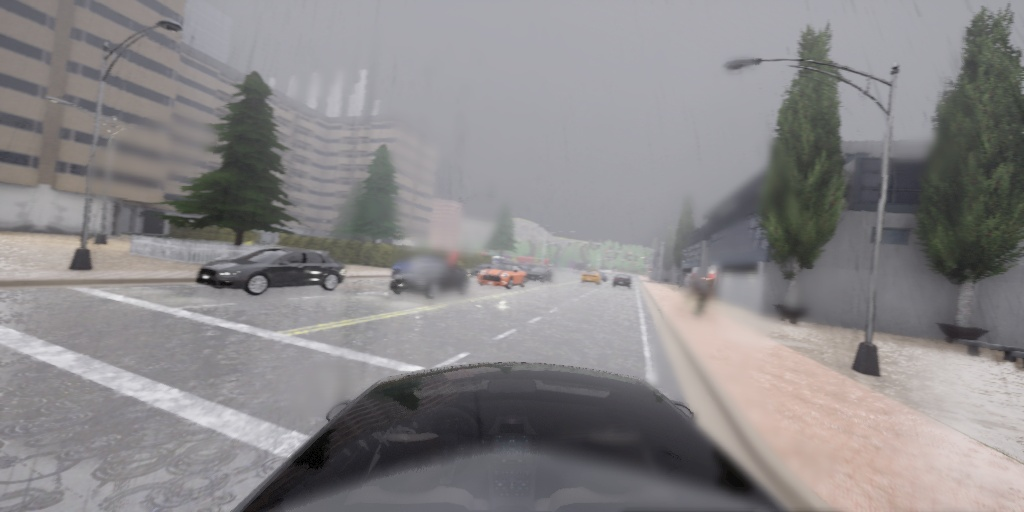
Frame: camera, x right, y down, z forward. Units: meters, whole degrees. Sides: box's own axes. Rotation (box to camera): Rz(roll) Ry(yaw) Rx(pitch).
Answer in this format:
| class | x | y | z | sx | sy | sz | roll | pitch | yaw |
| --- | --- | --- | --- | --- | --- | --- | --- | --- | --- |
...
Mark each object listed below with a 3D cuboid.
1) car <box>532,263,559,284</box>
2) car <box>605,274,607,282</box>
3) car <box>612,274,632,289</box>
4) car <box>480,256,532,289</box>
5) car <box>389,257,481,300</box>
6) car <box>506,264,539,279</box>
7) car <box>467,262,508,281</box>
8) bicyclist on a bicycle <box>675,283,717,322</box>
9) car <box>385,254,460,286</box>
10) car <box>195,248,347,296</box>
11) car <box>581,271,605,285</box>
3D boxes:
| class | x | y | z | sx | sy | sz | roll | pitch | yaw |
| --- | --- | --- | --- | --- | --- | --- | --- | --- | --- |
| car | 2.702 | 1.758 | 34.132 | 1.882 | 1.535 | 5.008 | 6 | 0 | 19 |
| car | 13.069 | 3.081 | 53.293 | 1.994 | 1.385 | 4.181 | 6 | 0 | 19 |
| car | 12.741 | 2.868 | 41.449 | 1.882 | 1.535 | 5.008 | 6 | 0 | 19 |
| car | -0.547 | 1.217 | 24.561 | 2.097 | 1.767 | 4.553 | 6 | 0 | 19 |
| car | -3.435 | 1.002 | 16.104 | 1.837 | 1.490 | 4.892 | 6 | 0 | 19 |
| car | 1.291 | 1.732 | 40.778 | 2.033 | 1.411 | 5.357 | 6 | 0 | 19 |
| car | -2.021 | 1.326 | 31.120 | 1.994 | 1.385 | 4.181 | 6 | 0 | 18 |
| bicyclist on a bicycle | 7.959 | 1.986 | 15.448 | 1.656 | 1.620 | 0.582 | 6 | 0 | 19 |
| car | -5.213 | 0.832 | 21.697 | 1.882 | 1.535 | 5.008 | 6 | 0 | 19 |
| car | -8.219 | 0.475 | 12.848 | 1.837 | 1.490 | 4.892 | 6 | 0 | 19 |
| car | 9.523 | 2.541 | 42.813 | 1.882 | 1.535 | 5.008 | 6 | 0 | 19 |
